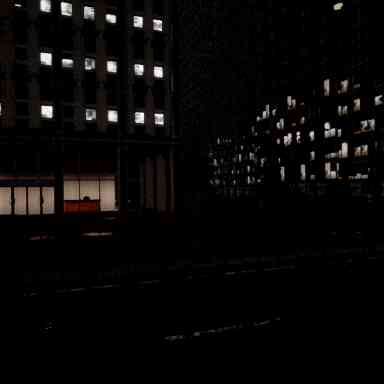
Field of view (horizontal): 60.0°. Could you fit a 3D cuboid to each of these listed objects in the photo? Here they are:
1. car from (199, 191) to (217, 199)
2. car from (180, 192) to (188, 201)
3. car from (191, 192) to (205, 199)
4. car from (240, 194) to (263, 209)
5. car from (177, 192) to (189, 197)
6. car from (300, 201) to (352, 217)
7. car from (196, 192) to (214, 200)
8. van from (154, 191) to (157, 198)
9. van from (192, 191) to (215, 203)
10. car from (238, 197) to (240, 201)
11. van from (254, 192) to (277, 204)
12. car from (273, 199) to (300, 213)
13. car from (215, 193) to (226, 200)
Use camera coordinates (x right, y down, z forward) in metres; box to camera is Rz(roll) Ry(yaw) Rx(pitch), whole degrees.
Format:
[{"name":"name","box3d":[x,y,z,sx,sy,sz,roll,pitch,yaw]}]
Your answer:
[{"name":"car","box3d":[3.575,0.634,74.934,2.192,1.841,5.009,0,1,-21]},{"name":"car","box3d":[-2.192,1.056,66.615,2.008,1.369,4.403,0,1,-21]},{"name":"car","box3d":[1.526,0.706,80.236,1.967,1.590,4.097,0,1,-21]},{"name":"car","box3d":[8.003,1.332,40.091,1.947,1.339,4.313,0,1,-21]},{"name":"car","box3d":[-2.572,0.710,90.840,2.008,1.369,4.403,0,1,-21]},{"name":"car","box3d":[12.031,1.434,29.459,1.947,1.339,4.313,0,1,-21]},{"name":"car","box3d":[2.756,0.879,69.852,1.882,1.535,5.008,-1,1,-21]},{"name":"van","box3d":[-8.340,0.687,82.517,1.690,1.788,3.998,0,1,-21]},{"name":"van","box3d":[1.906,0.952,56.010,1.690,1.788,3.998,0,1,-21]},{"name":"car","box3d":[9.723,1.060,59.032,1.802,1.307,4.206,0,1,-21]},{"name":"van","box3d":[11.771,0.871,53.728,1.690,1.788,3.998,0,1,-21]},{"name":"car","box3d":[9.998,1.400,34.769,1.802,1.307,4.206,0,1,-21]},{"name":"car","box3d":[5.625,0.954,69.635,1.802,1.307,4.206,0,1,-21]}]
